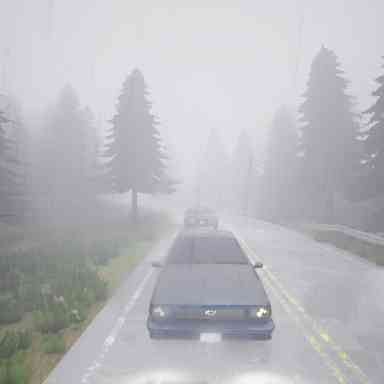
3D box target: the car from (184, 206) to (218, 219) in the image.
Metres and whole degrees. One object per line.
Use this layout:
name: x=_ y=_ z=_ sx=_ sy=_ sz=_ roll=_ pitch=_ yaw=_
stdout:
car: x=0.485 y=1.583 z=20.996 sx=1.994 sy=1.385 sz=4.181 roll=0 pitch=0 yaw=-3

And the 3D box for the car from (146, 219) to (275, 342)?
car: x=0.309 y=1.558 z=7.103 sx=2.033 sy=1.411 sz=5.357 roll=0 pitch=0 yaw=1
